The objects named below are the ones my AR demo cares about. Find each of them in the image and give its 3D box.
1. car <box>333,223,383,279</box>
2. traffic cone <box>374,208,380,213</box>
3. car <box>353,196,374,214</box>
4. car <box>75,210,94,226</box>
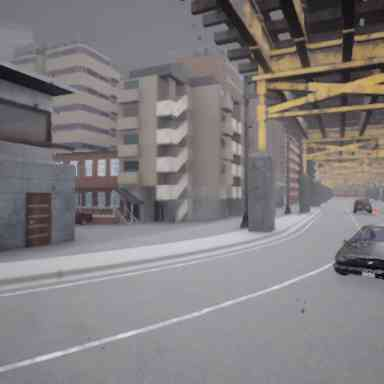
[{"bbox_3d":[6.065,1.716,10.374,2.033,1.411,5.357,0,-1,39],"label":"car"},{"bbox_3d":[27.474,2.777,49.541,0.340,0.580,0.340,0,-1,24],"label":"traffic cone"},{"bbox_3d":[23.886,1.983,46.640,2.150,2.045,5.566,0,-1,24],"label":"car"},{"bbox_3d":[-10.487,2.192,27.485,2.033,1.415,5.357,0,-1,24],"label":"car"}]
